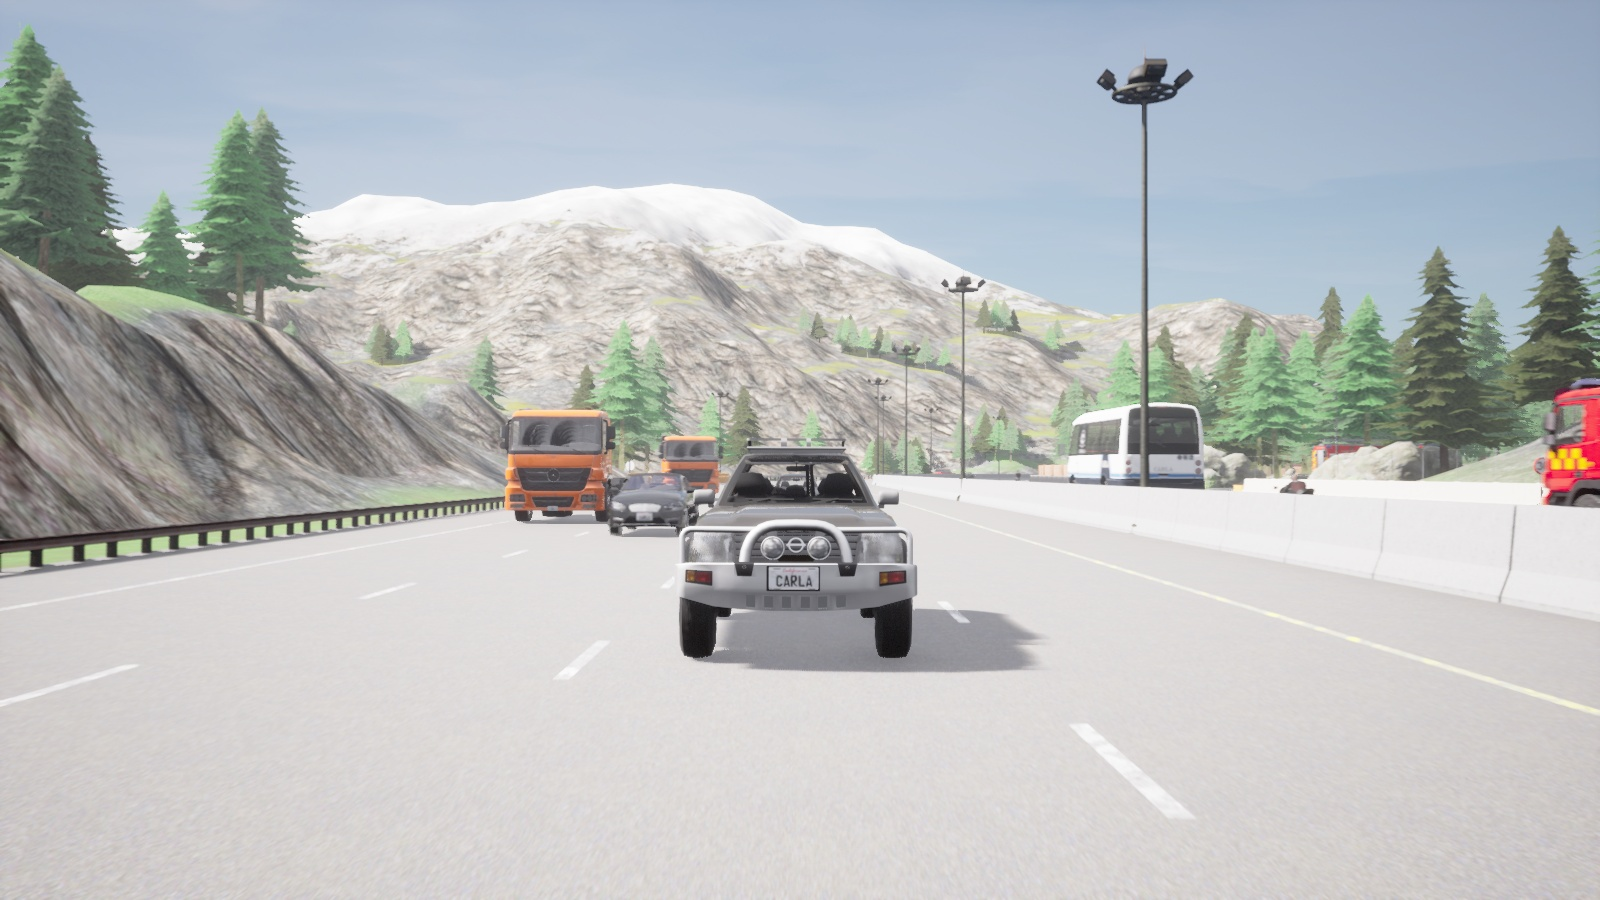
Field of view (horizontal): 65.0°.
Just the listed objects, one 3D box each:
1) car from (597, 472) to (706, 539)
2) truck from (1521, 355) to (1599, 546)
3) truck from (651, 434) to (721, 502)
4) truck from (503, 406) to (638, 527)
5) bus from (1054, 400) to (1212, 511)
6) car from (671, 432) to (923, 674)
[{"bbox_3d":[-3.576,1.307,31.188,2.128,1.511,4.902,0,-1,0],"label":"car"},{"bbox_3d":[17.438,-0.026,23.575,2.891,3.827,8.468,0,-1,0],"label":"truck"},{"bbox_3d":[-6.291,0.999,68.196,2.891,3.462,7.936,0,-1,-12],"label":"truck"},{"bbox_3d":[-7.101,0.532,40.049,2.891,3.462,7.936,0,-1,0],"label":"truck"},{"bbox_3d":[13.865,0.279,53.547,3.944,4.253,10.273,0,-1,0],"label":"bus"},{"bbox_3d":[-0.030,0.832,11.977,1.932,1.855,4.605,0,-1,0],"label":"car"}]
